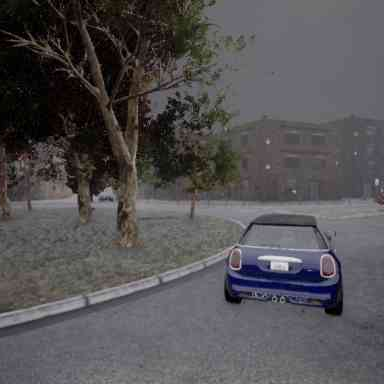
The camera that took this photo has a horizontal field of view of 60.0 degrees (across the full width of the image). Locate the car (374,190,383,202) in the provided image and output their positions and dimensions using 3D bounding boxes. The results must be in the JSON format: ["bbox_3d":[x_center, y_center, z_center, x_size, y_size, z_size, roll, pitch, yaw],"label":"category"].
[{"bbox_3d":[28.464,0.583,46.706,2.185,1.767,4.553,-1,1,-26],"label":"car"}]

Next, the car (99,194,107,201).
[{"bbox_3d":[-21.352,1.327,79.768,1.837,1.490,4.892,0,-1,-15],"label":"car"}]

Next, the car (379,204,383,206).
[{"bbox_3d":[3.509,1.220,1.771,2.150,2.045,5.566,0,0,4],"label":"car"}]

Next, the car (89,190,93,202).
[{"bbox_3d":[-18.194,0.678,57.019,2.150,2.045,5.566,0,-1,-19],"label":"car"}]

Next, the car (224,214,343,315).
[{"bbox_3d":[2.232,1.286,7.811,2.097,1.767,4.553,0,1,19],"label":"car"}]

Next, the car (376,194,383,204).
[{"bbox_3d":[24.781,0.591,40.001,5.566,2.045,2.150,-1,1,-25],"label":"car"}]

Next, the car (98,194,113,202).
[{"bbox_3d":[-14.476,1.020,56.217,1.895,1.301,4.718,0,-1,-20],"label":"car"}]

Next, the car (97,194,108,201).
[{"bbox_3d":[-18.644,1.188,69.456,2.033,1.411,5.357,0,-1,-15],"label":"car"}]
